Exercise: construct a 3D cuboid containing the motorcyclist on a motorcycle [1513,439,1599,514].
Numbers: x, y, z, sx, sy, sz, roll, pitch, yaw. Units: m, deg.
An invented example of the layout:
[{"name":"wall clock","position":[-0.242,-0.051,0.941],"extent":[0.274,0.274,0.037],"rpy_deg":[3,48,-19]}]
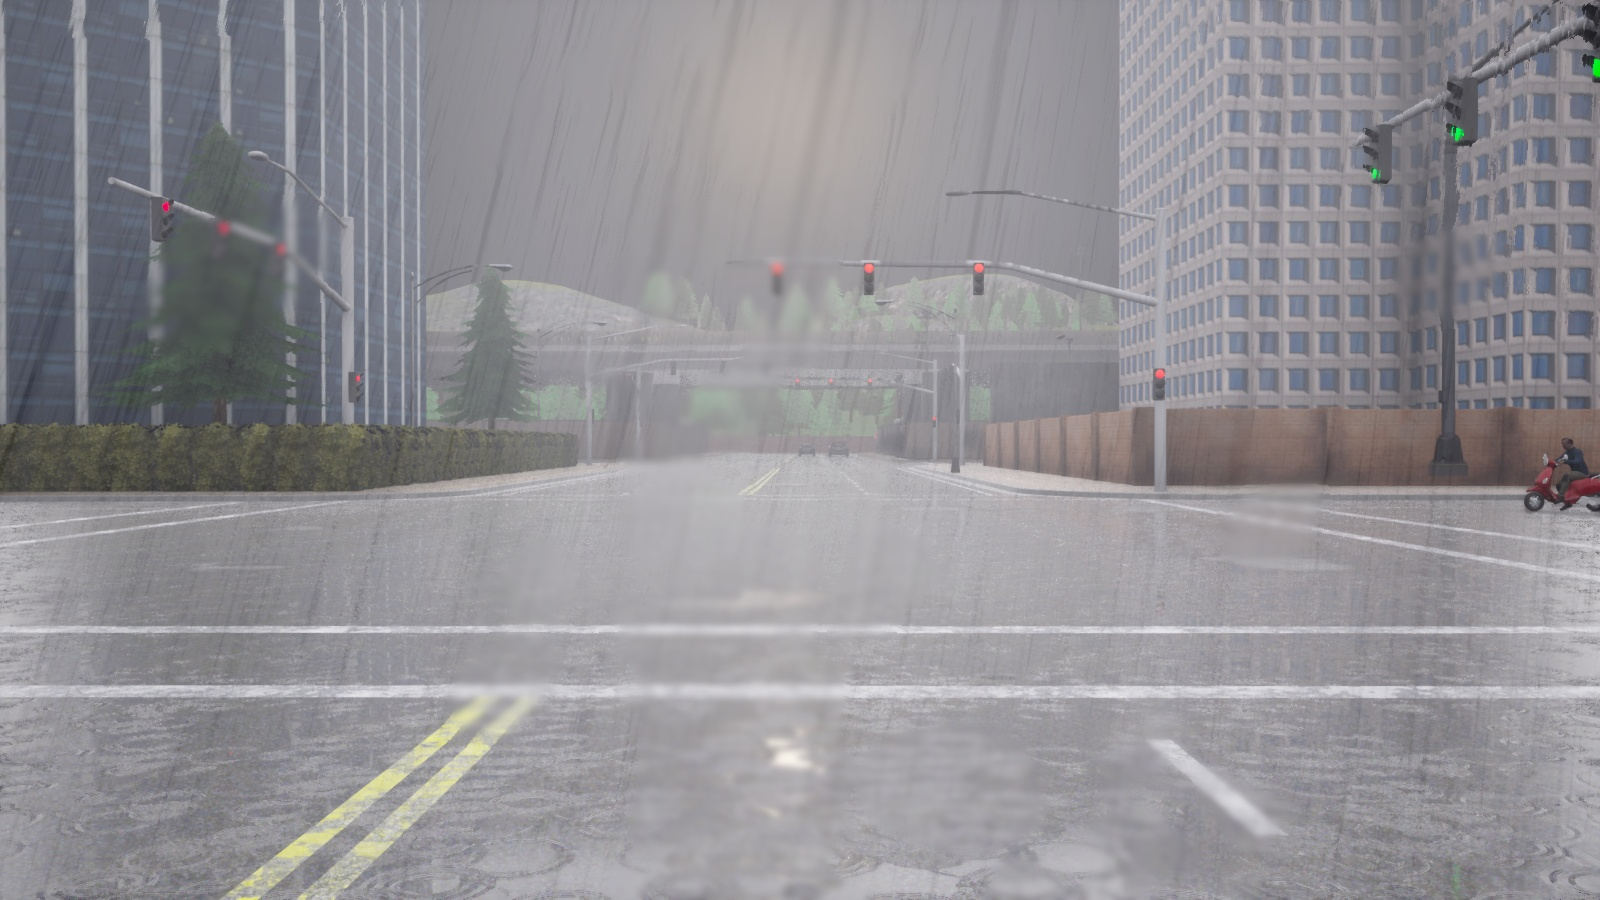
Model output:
[{"name":"motorcyclist on a motorcycle","position":[16.569,0.560,27.136],"extent":[1.817,1.590,0.866],"rpy_deg":[0,0,1]}]
